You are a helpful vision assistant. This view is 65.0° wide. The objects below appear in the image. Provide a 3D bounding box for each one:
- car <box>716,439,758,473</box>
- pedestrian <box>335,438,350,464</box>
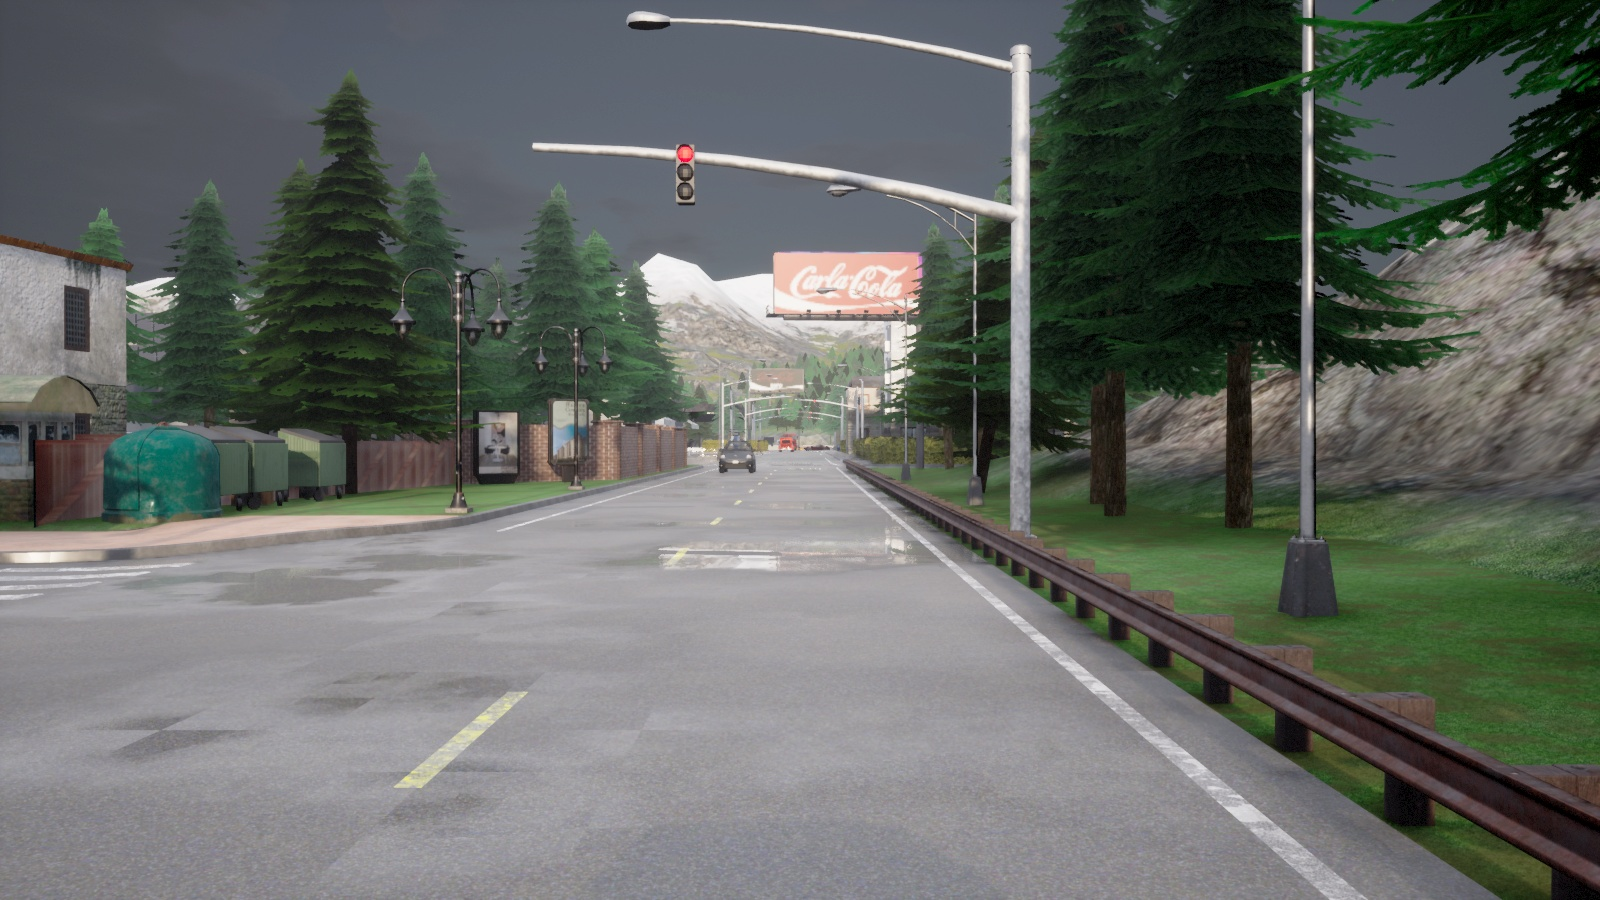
[{"bbox_3d":[-3.124,0.287,62.889,1.851,1.617,3.988,0,0,0],"label":"car"},{"bbox_3d":[-32.765,0.049,90.009,0.849,1.883,0.563,0,0,0],"label":"pedestrian"}]
